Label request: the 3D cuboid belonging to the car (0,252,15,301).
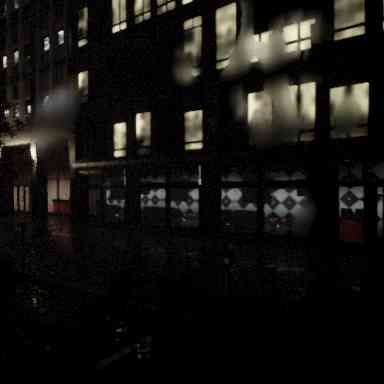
[{"bbox_3d":[-5.197,1.427,6.561,4.313,1.339,1.947,1,1,35],"label":"car"}]
